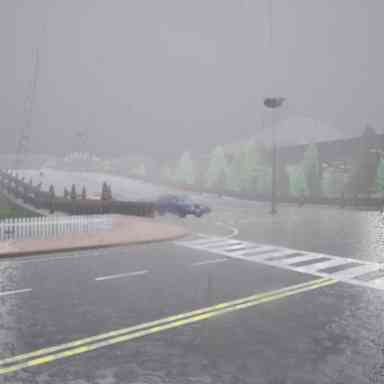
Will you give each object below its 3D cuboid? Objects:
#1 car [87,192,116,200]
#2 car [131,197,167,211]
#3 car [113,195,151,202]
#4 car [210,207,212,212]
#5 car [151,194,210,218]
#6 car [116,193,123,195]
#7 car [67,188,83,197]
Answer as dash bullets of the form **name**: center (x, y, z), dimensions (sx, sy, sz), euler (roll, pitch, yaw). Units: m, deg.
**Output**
- **car**: center (-12.753, 0.823, 45.734), dimensions (2.097, 1.767, 4.553), euler (0, 4, -37)
- **car**: center (-5.450, 1.409, 41.833), dimensions (2.033, 1.411, 5.357), euler (0, 2, -37)
- **car**: center (-6.875, 1.454, 37.911), dimensions (1.812, 1.442, 4.674), euler (0, 1, -37)
- **car**: center (0.164, 1.575, 34.402), dimensions (1.994, 1.385, 4.181), euler (0, 0, -37)
- **car**: center (-1.160, 1.233, 30.349), dimensions (2.150, 2.045, 5.566), euler (0, 0, -37)
- **car**: center (-11.072, 0.891, 49.311), dimensions (2.033, 1.411, 5.357), euler (0, 4, -37)
- **car**: center (-18.769, 0.100, 53.841), dimensions (1.812, 1.442, 4.674), euler (0, 6, -36)
